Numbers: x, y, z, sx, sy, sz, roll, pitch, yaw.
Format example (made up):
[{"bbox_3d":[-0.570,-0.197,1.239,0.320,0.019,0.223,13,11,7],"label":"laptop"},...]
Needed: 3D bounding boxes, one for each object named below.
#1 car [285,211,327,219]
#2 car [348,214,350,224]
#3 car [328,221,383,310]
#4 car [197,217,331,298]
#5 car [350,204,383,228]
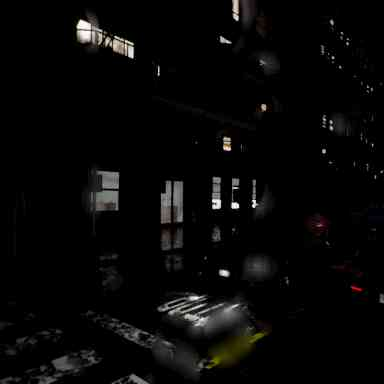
[{"bbox_3d":[5.221,1.594,15.833,1.802,1.307,4.206,1,1,43],"label":"car"},{"bbox_3d":[12.649,1.543,23.827,1.752,1.417,4.829,1,1,43],"label":"car"},{"bbox_3d":[4.676,1.531,6.907,1.812,1.442,4.674,0,0,43],"label":"car"},{"bbox_3d":[2.044,1.570,8.643,1.994,1.385,4.181,0,0,43],"label":"car"},{"bbox_3d":[10.245,1.491,17.451,1.882,1.535,5.008,0,0,43],"label":"car"}]
